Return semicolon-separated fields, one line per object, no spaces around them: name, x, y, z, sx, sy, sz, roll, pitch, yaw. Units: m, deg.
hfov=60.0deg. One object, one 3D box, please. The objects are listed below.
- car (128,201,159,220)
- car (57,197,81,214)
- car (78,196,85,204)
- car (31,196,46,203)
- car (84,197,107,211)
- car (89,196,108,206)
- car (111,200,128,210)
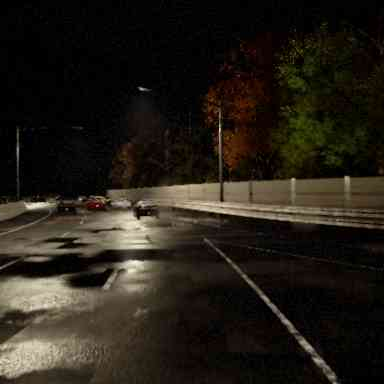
car;-4.022;1.517;28.755;2.128;1.511;4.902;0;0;-15
car;-13.595;1.581;36.181;2.128;1.511;4.902;0;0;-21
car;-20.111;1.638;64.550;2.128;1.511;4.902;0;0;-29
car;-30.800;1.542;66.679;1.812;1.442;4.674;0;0;-41
car;-12.127;1.643;41.965;1.994;1.385;4.181;0;0;-22
car;-16.470;1.585;58.413;1.882;1.535;5.008;0;0;-31
car;-9.591;1.663;44.736;1.895;1.301;4.718;0;0;-24
